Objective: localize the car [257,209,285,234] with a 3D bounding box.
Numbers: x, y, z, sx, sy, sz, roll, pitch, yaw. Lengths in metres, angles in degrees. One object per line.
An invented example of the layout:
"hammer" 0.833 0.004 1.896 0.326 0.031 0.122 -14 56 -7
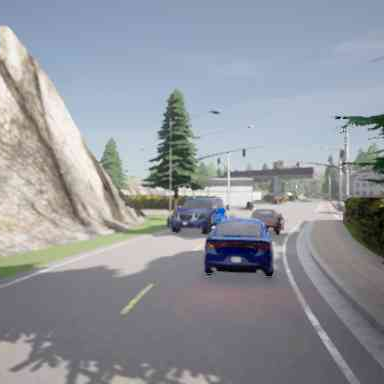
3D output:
"car" 4.578 1.737 20.547 1.994 1.385 4.181 0 0 20

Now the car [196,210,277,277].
"car" 1.593 1.565 10.740 1.882 1.535 5.008 0 -1 11

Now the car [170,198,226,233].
"car" 0.578 1.378 20.575 2.150 2.045 5.566 0 -1 21
